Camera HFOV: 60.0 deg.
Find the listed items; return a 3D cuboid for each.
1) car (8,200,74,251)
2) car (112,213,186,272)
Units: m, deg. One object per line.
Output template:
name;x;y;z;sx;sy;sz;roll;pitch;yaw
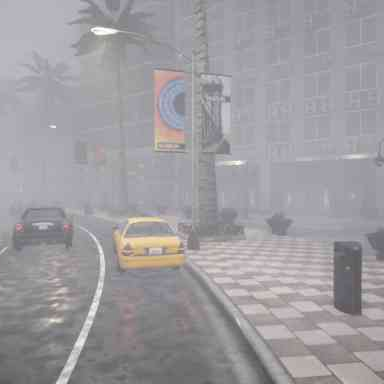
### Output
car;-6.278;1.348;14.431;2.097;1.767;4.553;0;0;-19
car;-1.584;1.456;10.823;1.801;1.575;5.366;0;0;-15
